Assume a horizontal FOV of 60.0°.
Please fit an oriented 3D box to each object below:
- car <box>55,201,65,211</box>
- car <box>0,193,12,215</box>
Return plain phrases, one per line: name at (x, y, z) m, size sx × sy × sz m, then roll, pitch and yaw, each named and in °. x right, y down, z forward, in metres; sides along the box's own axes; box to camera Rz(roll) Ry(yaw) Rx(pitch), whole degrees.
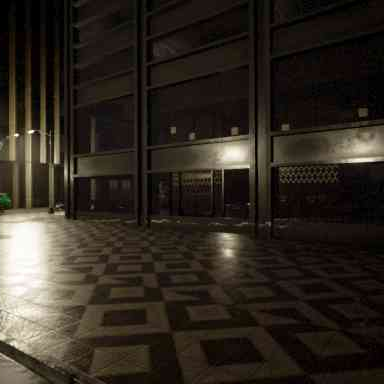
car at (-13.363, 1.323, 38.591) m, size 1.882 × 1.535 × 5.008 m, roll 0°, pitch 0°, yaw 35°
car at (-19.386, 1.110, 30.062) m, size 2.150 × 2.045 × 5.566 m, roll 0°, pitch 0°, yaw 37°
